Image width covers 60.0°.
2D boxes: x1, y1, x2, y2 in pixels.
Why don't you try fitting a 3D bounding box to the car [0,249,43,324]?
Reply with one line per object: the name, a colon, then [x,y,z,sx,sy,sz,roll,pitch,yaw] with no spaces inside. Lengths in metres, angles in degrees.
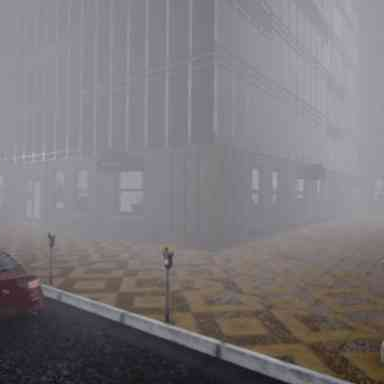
car: [-4.409,1.622,6.226,4.206,1.307,1.802,0,-1,37]
